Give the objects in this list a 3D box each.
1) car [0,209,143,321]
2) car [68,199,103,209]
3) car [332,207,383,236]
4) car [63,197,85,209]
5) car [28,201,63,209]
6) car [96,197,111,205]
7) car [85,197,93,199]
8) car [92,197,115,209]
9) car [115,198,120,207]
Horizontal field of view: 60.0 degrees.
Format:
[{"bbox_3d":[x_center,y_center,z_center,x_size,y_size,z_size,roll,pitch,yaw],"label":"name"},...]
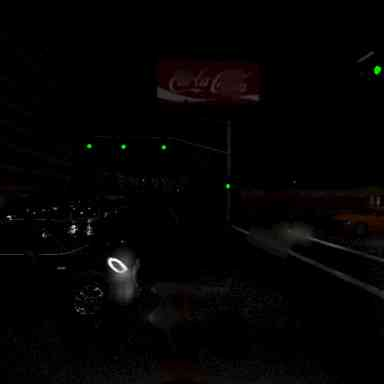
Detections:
[{"bbox_3d":[-3.297,1.353,6.685,4.553,1.767,2.097,0,0,-5],"label":"car"},{"bbox_3d":[-10.787,1.702,34.024,1.895,1.301,4.718,0,0,-6],"label":"car"},{"bbox_3d":[10.450,1.559,18.658,5.008,1.535,1.882,0,0,-5],"label":"car"},{"bbox_3d":[-14.983,1.596,40.688,1.882,1.535,5.008,0,0,-6],"label":"car"},{"bbox_3d":[-14.050,1.613,31.476,1.812,1.442,4.674,0,0,-6],"label":"car"},{"bbox_3d":[-17.471,1.757,66.091,2.033,1.411,5.357,0,0,-6],"label":"car"},{"bbox_3d":[-15.976,1.503,50.633,2.097,1.767,4.553,0,0,-6],"label":"car"},{"bbox_3d":[-11.802,1.736,44.039,1.895,1.301,4.718,0,0,-6],"label":"car"},{"bbox_3d":[-12.798,1.694,54.117,1.812,1.442,4.674,0,0,-5],"label":"car"}]
